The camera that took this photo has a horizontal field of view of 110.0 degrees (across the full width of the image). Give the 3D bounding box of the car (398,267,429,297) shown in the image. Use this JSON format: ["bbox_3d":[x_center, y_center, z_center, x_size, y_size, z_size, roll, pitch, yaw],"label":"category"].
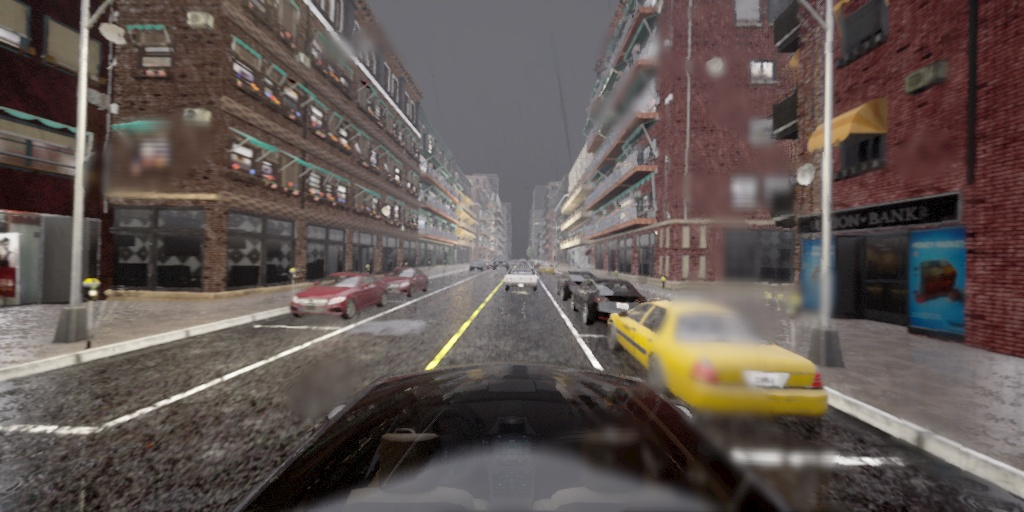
[{"bbox_3d":[-5.312,1.215,17.740,1.802,1.307,4.207,0,0,2],"label":"car"}]

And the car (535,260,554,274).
[{"bbox_3d":[3.837,1.376,40.284,1.751,1.417,4.829,0,0,2],"label":"car"}]

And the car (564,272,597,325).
[{"bbox_3d":[3.037,1.383,11.806,1.948,1.339,4.313,0,0,2],"label":"car"}]

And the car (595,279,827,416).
[{"bbox_3d":[2.883,1.339,6.311,1.751,1.417,4.829,0,0,2],"label":"car"}]

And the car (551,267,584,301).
[{"bbox_3d":[3.156,1.388,17.468,1.948,1.339,4.313,0,0,2],"label":"car"}]

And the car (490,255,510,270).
[{"bbox_3d":[-1.486,0.878,51.088,2.150,2.045,5.566,1,0,2],"label":"car"}]

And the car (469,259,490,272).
[{"bbox_3d":[-4.362,1.239,46.044,1.948,1.339,4.313,0,0,2],"label":"car"}]

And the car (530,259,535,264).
[{"bbox_3d":[4.373,1.323,57.098,1.967,1.591,4.097,0,0,2],"label":"car"}]

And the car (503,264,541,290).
[{"bbox_3d":[0.596,1.368,22.575,1.895,1.301,4.718,1,0,2],"label":"car"}]

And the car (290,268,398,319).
[{"bbox_3d":[-5.554,1.208,12.081,1.802,1.307,4.207,0,0,2],"label":"car"}]
